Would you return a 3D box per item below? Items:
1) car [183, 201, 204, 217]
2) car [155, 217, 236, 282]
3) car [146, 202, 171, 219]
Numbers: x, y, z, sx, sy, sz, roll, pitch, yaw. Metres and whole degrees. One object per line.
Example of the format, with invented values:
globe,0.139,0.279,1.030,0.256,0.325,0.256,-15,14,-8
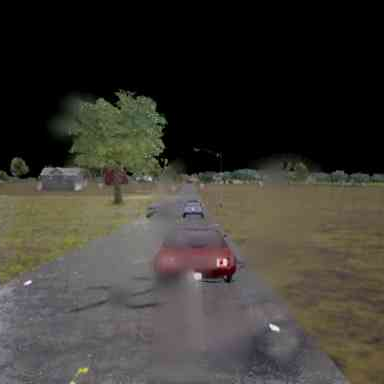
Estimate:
car,0.112,1.523,31.486,2.033,1.411,5.357,0,1,0
car,0.089,1.640,9.809,1.895,1.301,4.718,0,0,0
car,-2.837,1.546,29.242,2.033,1.411,5.357,0,0,0
